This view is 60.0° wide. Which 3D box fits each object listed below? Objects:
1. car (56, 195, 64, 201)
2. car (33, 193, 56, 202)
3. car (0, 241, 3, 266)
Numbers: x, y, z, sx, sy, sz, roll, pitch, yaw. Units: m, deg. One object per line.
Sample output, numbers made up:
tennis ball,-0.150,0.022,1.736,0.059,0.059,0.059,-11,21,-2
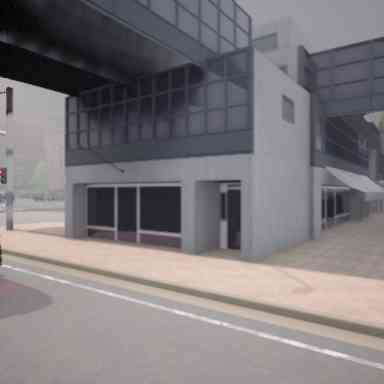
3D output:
car,-29.729,1.254,72.310,3.905,1.438,1.784,0,0,35
car,-31.455,1.043,69.983,4.605,1.855,1.932,0,0,35
car,-6.942,1.471,8.910,4.902,1.511,2.128,0,0,36
